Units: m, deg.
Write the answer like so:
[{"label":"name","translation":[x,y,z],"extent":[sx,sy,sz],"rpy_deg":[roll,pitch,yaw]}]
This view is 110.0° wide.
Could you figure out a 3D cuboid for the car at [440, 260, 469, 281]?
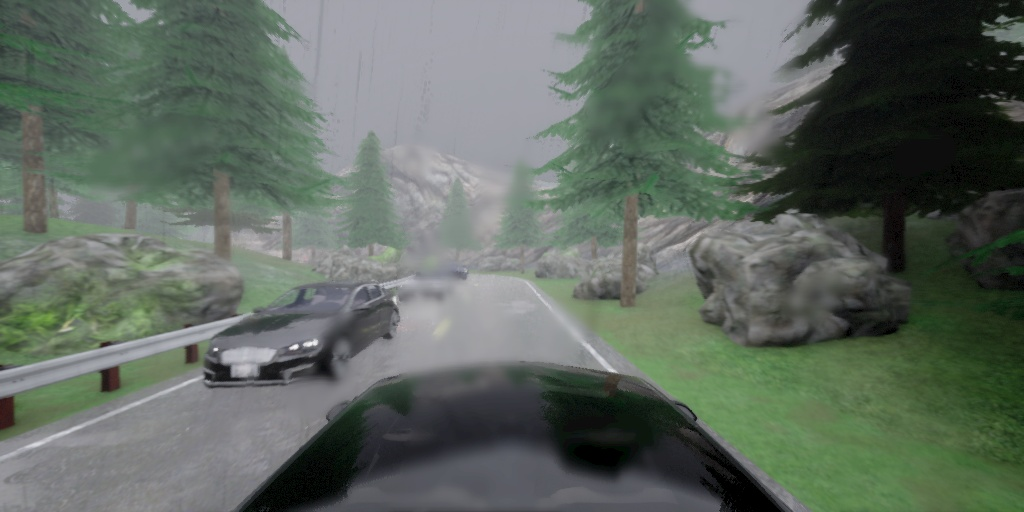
[{"label":"car","translation":[-4.877,1.134,29.166],"extent":[2.097,1.767,4.553],"rpy_deg":[-1,0,-17]}]

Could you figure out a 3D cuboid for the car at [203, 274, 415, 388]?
[{"label":"car","translation":[-3.706,1.292,7.310],"extent":[2.128,1.511,4.902],"rpy_deg":[-1,0,-2]}]

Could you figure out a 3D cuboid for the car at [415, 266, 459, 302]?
[{"label":"car","translation":[-3.962,1.386,17.359],"extent":[1.895,1.301,4.718],"rpy_deg":[-1,0,-1]}]
